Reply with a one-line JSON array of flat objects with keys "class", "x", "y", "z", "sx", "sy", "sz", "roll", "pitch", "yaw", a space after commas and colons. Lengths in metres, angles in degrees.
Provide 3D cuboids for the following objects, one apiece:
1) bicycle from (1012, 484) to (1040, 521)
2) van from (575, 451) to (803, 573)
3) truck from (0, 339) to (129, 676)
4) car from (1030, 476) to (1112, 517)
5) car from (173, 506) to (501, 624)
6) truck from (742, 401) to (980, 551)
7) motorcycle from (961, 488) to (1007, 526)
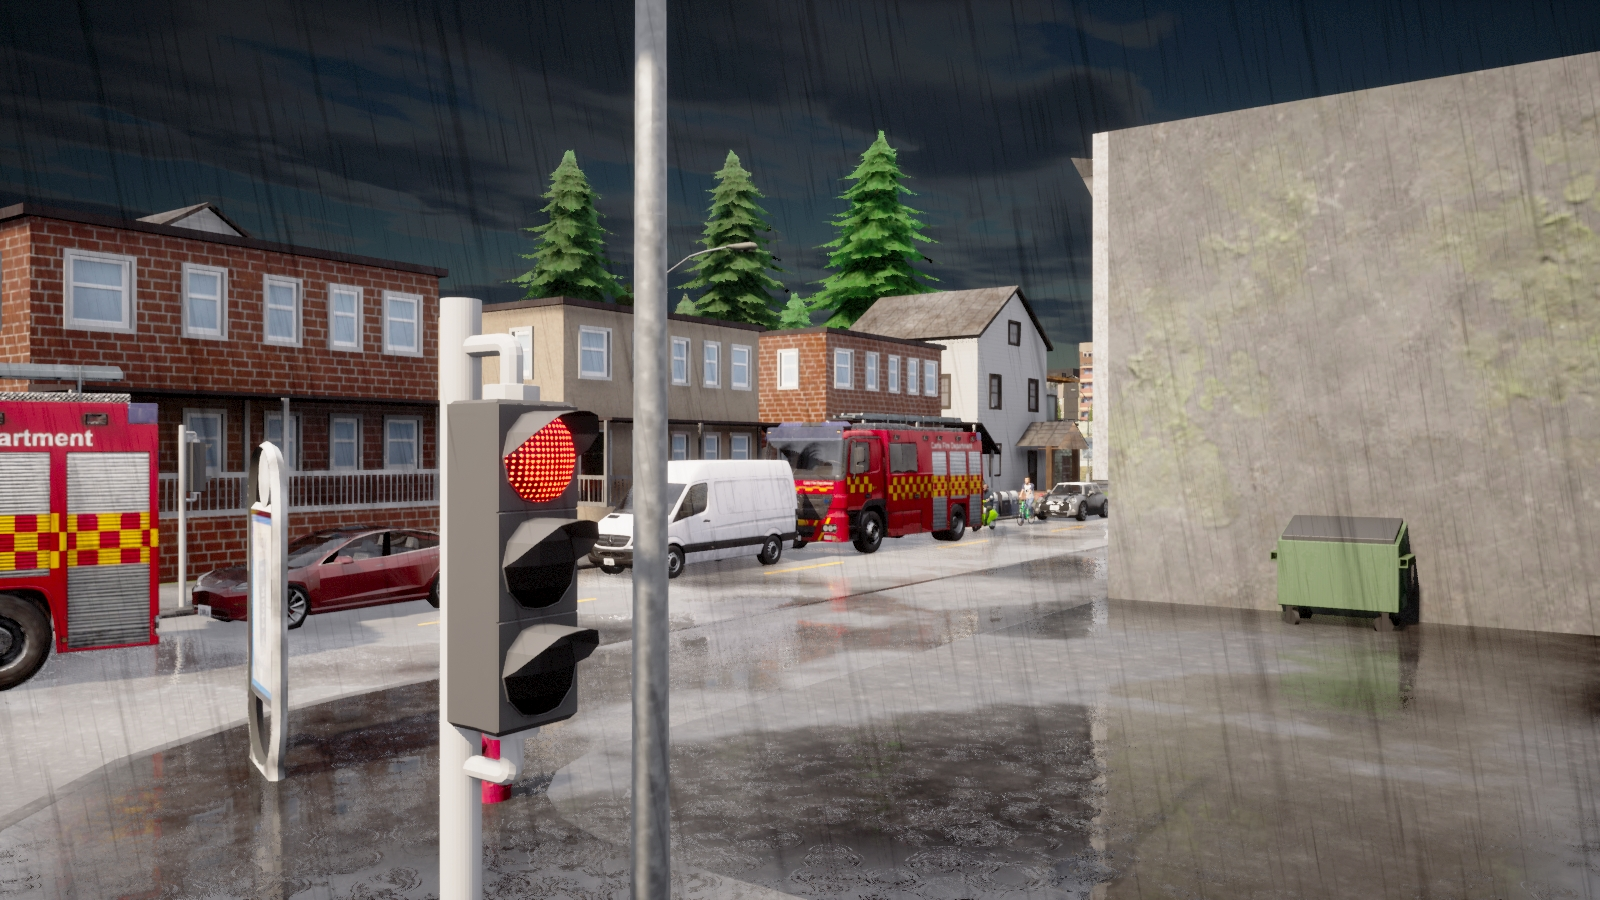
[{"class": "bicycle", "x": 8.406, "y": 1.928, "z": 42.476, "sx": 0.373, "sy": 1.296, "sz": 1.643, "roll": 0, "pitch": 0, "yaw": 35}, {"class": "van", "x": -2.442, "y": 1.307, "z": 26.996, "sx": 1.988, "sy": 2.561, "sz": 5.915, "roll": 0, "pitch": 0, "yaw": 35}, {"class": "truck", "x": -12.373, "y": 0.662, "z": 12.545, "sx": 8.468, "sy": 3.827, "sz": 2.891, "roll": 0, "pitch": 0, "yaw": -33}, {"class": "car", "x": 11.003, "y": 1.837, "z": 46.179, "sx": 1.970, "sy": 1.475, "sz": 3.806, "roll": 0, "pitch": 0, "yaw": 35}, {"class": "car", "x": -7.706, "y": 1.835, "z": 19.492, "sx": 2.163, "sy": 1.488, "sz": 4.792, "roll": 0, "pitch": 0, "yaw": 35}, {"class": "truck", "x": 2.054, "y": 0.663, "z": 33.403, "sx": 2.891, "sy": 3.827, "sz": 8.468, "roll": 0, "pitch": 0, "yaw": 35}, {"class": "motorcycle", "x": 6.398, "y": 1.954, "z": 39.613, "sx": 0.856, "sy": 1.236, "sz": 1.805, "roll": 0, "pitch": 0, "yaw": 35}]
